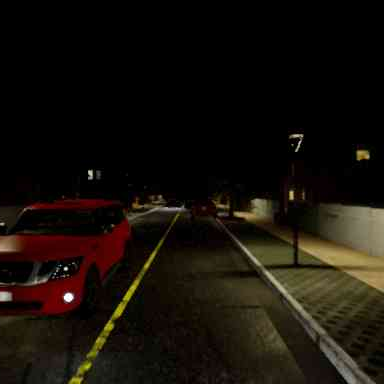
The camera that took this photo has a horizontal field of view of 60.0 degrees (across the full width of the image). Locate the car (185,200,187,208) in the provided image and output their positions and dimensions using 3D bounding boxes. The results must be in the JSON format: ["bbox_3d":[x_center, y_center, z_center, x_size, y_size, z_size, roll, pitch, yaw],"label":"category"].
[{"bbox_3d":[-0.006,1.618,46.627,1.895,1.301,4.718,0,0,0],"label":"car"}]

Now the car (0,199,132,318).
[{"bbox_3d":[-2.853,1.221,7.767,2.150,2.045,5.566,0,0,0],"label":"car"}]

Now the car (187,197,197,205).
[{"bbox_3d":[-0.024,1.560,58.990,1.812,1.442,4.674,0,0,0],"label":"car"}]

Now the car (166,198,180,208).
[{"bbox_3d":[-2.848,1.621,49.837,1.895,1.301,4.718,0,0,0],"label":"car"}]

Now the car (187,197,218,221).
[{"bbox_3d":[0.911,1.303,27.589,2.097,1.767,4.553,-3,-1,0],"label":"car"}]
